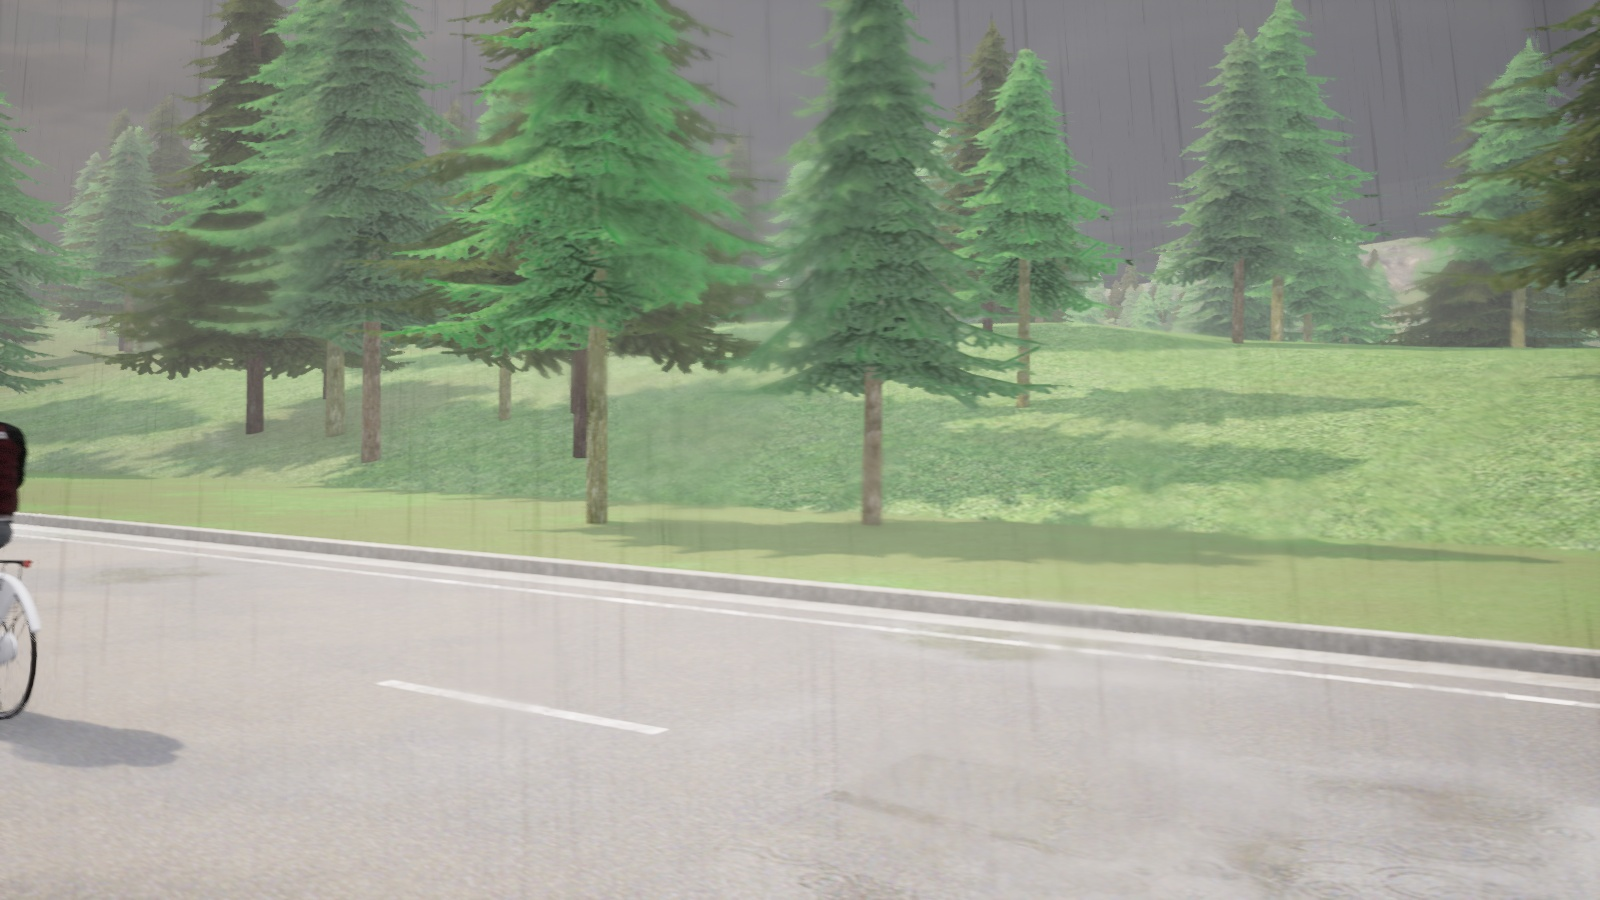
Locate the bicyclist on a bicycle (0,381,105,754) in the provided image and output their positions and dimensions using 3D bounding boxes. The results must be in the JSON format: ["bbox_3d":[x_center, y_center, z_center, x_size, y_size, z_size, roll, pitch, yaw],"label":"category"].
[{"bbox_3d":[-4.488,0.552,6.603,1.843,1.776,0.659,0,1,34],"label":"bicyclist on a bicycle"}]
